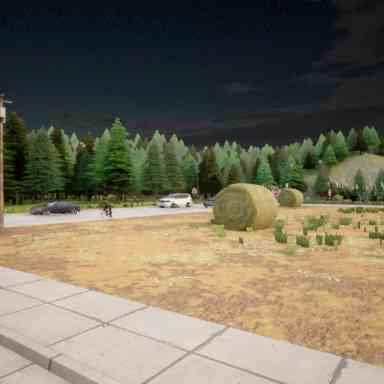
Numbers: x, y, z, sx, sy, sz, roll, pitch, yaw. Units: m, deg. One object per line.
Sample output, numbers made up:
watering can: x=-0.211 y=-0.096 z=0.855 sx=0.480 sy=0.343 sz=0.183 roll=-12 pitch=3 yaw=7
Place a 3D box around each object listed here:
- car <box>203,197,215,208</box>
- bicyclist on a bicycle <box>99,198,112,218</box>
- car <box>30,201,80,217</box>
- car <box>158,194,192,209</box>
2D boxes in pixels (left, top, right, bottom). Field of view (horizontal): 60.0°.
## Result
car: x=3.530 y=1.518 z=47.769 sx=2.128 sy=1.511 sz=4.902 roll=0 pitch=0 yaw=37
bicyclist on a bicycle: x=-7.010 y=1.327 z=27.018 sx=1.656 sy=1.620 sz=0.582 roll=0 pitch=0 yaw=36
car: x=-12.896 y=1.552 z=31.640 sx=1.812 sy=1.442 sz=4.674 roll=0 pitch=0 yaw=36
car: x=-2.282 y=1.250 z=45.988 sx=2.150 sy=2.045 sz=5.566 roll=0 pitch=0 yaw=37
